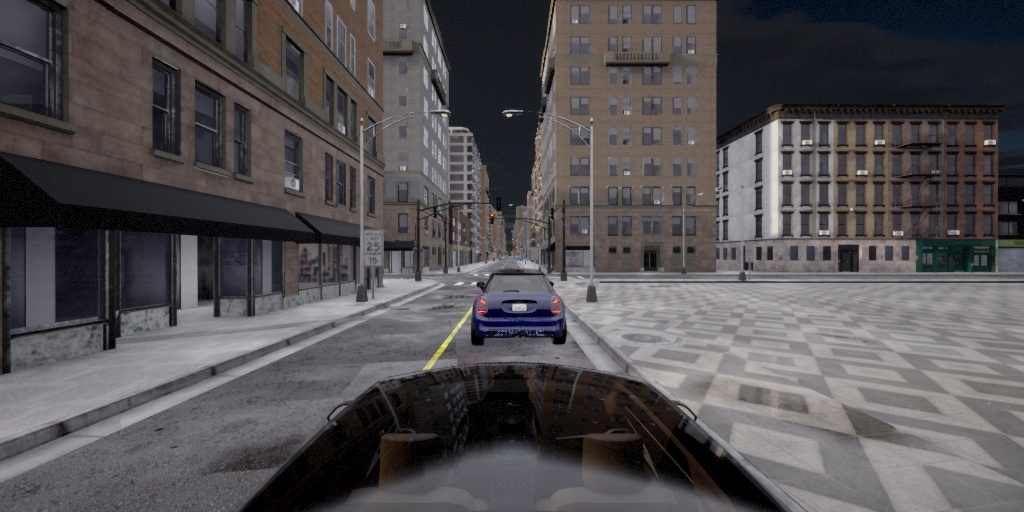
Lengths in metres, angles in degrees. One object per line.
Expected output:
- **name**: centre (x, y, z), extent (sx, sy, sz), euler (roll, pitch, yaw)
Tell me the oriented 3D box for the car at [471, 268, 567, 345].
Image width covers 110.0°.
- **car**: centre (0.102, 1.102, 9.661), extent (2.097, 1.767, 4.553), euler (0, 0, -1)
